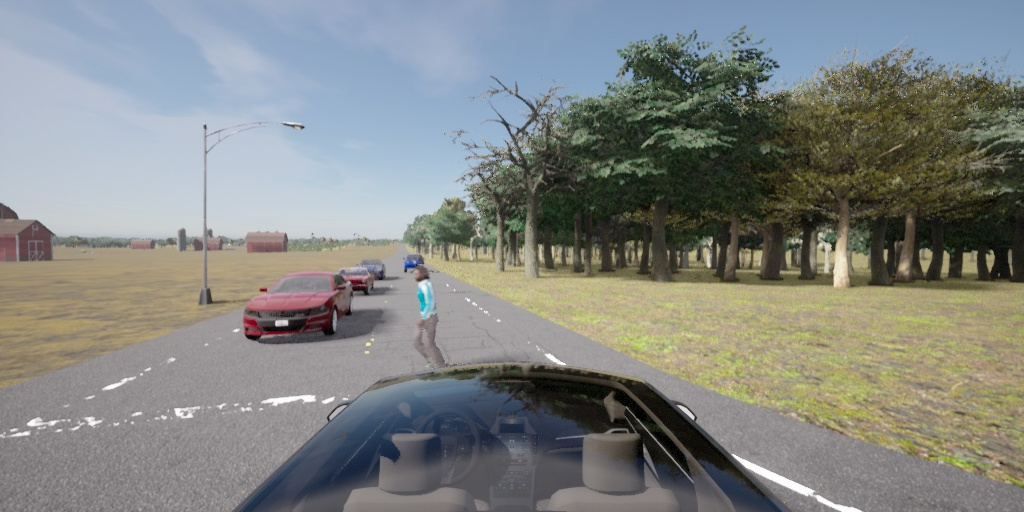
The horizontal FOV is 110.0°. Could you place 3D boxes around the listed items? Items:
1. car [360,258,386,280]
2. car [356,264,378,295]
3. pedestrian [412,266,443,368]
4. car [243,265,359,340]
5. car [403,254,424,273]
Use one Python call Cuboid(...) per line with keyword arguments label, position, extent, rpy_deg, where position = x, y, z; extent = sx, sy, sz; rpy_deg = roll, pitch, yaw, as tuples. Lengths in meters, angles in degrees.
Cuboid(label="car", position=(-11.469, 1.008, 29.140), extent=(2.097, 1.767, 4.553), rpy_deg=(0, 0, -16))
Cuboid(label="car", position=(-8.522, 1.302, 19.282), extent=(1.895, 1.301, 4.718), rpy_deg=(0, 0, -17))
Cuboid(label="pedestrian", position=(-1.417, 1.034, 5.942), extent=(0.375, 1.860, 0.375), rpy_deg=(-2, 3, -17))
Cuboid(label="car", position=(-5.813, 1.205, 10.305), extent=(1.882, 1.535, 5.008), rpy_deg=(0, 0, -17))
Cuboid(label="car", position=(-11.293, 0.803, 41.287), extent=(2.150, 2.045, 5.566), rpy_deg=(0, 0, -17))
